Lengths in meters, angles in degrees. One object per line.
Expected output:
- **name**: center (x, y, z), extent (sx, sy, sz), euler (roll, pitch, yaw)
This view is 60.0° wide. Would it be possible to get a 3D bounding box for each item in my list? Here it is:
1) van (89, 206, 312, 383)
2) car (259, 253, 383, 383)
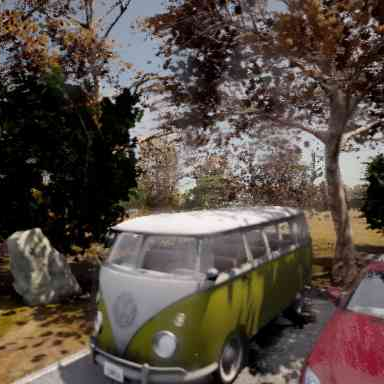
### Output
- **van**: center (0.453, 1.272, 5.283), extent (1.878, 1.987, 4.442), euler (-1, 0, 35)
- **car**: center (2.705, 1.519, 3.834), extent (2.002, 1.452, 4.674), euler (0, 0, 36)
